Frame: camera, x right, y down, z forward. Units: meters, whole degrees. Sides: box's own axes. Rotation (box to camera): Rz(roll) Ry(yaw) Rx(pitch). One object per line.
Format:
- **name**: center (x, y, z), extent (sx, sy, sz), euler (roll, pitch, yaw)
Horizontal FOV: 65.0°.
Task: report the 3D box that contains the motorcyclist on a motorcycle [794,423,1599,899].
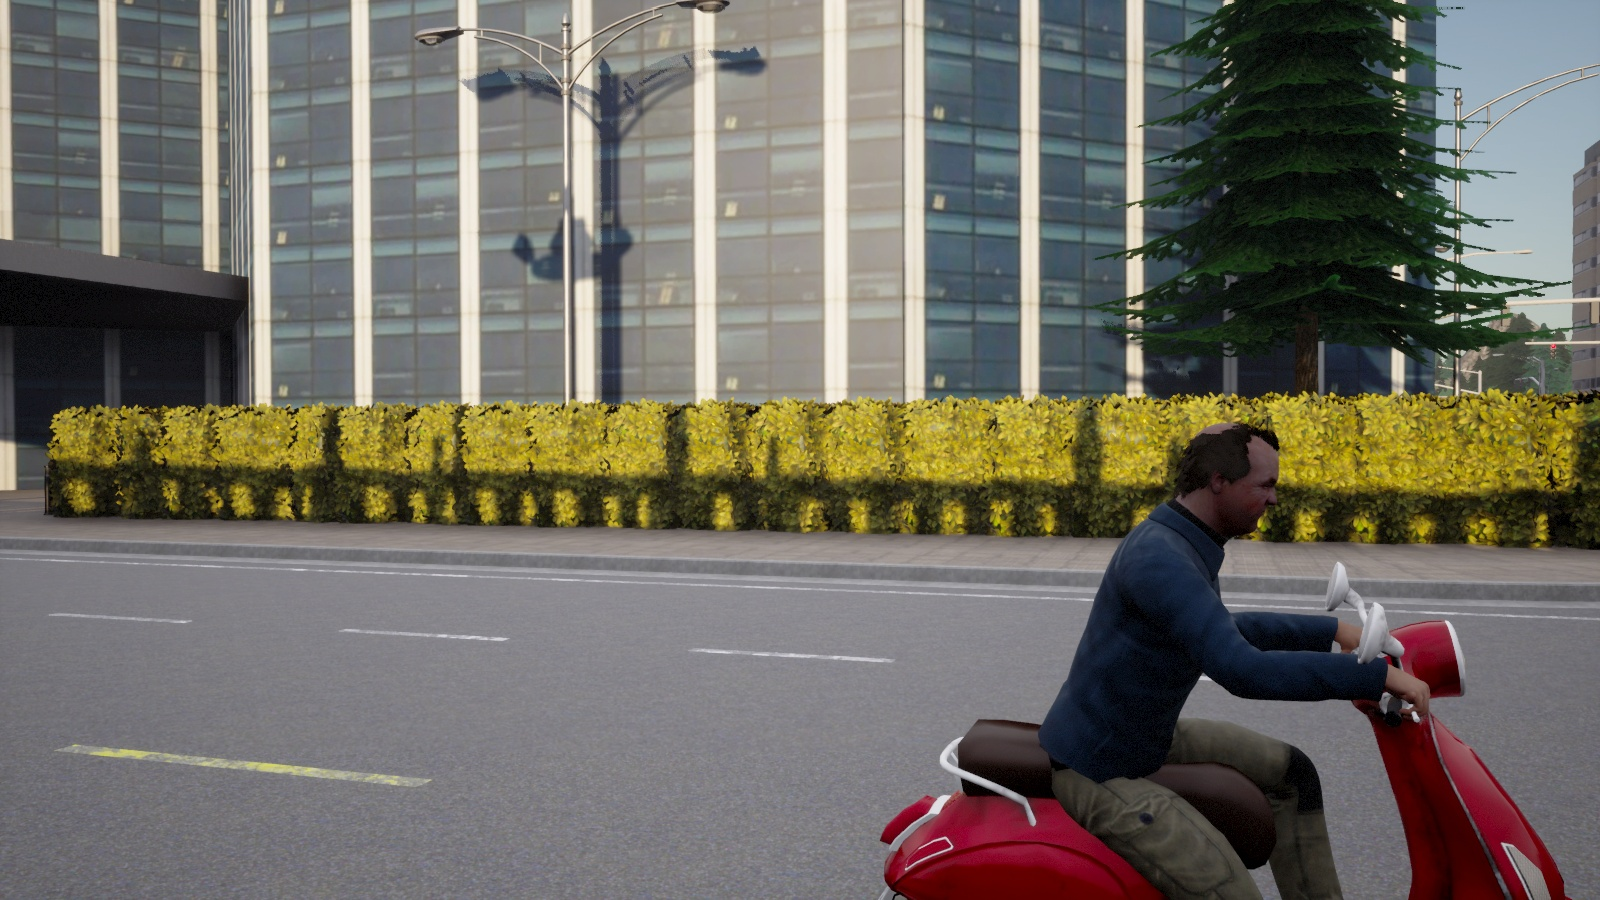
- **motorcyclist on a motorcycle**: center (0.986, 0.738, 2.871), extent (1.817, 1.590, 0.866), euler (1, 1, 18)
